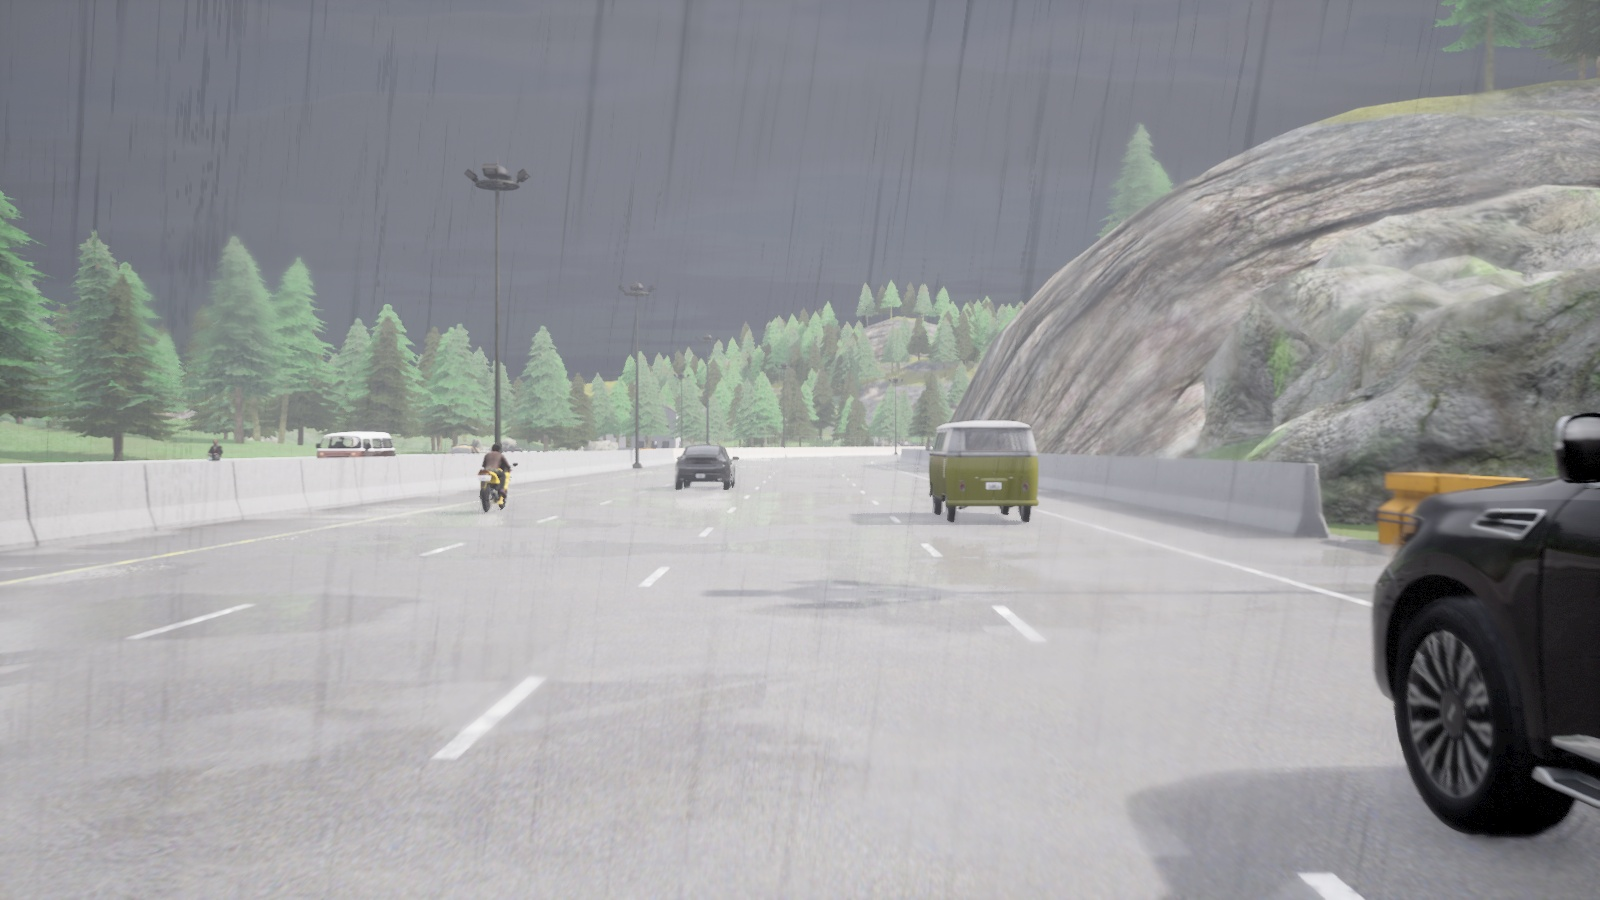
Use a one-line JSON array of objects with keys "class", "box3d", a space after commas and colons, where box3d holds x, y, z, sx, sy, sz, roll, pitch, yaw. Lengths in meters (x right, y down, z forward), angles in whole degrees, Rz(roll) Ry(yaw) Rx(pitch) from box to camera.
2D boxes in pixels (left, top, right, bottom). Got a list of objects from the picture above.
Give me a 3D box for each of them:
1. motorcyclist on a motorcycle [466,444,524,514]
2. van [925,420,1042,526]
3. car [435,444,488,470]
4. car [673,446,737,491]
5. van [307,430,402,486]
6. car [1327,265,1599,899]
[{"class": "motorcyclist on a motorcycle", "box3d": [-6.823, 0.626, 28.195, 0.797, 1.523, 2.044, 0, 0, 0]}, {"class": "van", "box3d": [3.663, 0.415, 25.801, 1.775, 1.987, 4.442, 0, 0, 0]}, {"class": "car", "box3d": [-20.548, 0.406, 76.426, 1.801, 1.575, 5.366, 0, 0, 0]}, {"class": "car", "box3d": [-3.235, 0.599, 43.614, 1.837, 1.490, 4.892, 0, 0, 0]}, {"class": "van", "box3d": [-17.206, 0.289, 48.707, 2.069, 2.038, 4.480, 0, 0, 0]}, {"class": "car", "box3d": [3.533, 0.461, 3.101, 2.150, 2.045, 5.566, 0, 1, 0]}]
